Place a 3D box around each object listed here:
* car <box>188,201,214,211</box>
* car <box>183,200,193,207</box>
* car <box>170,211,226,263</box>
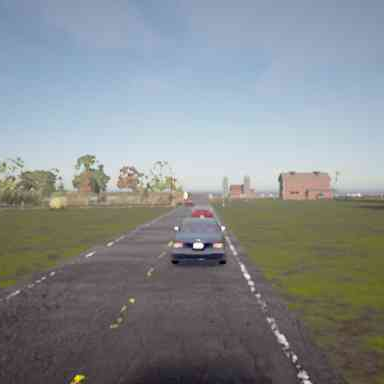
[{"bbox_3d":[0.889,1.794,28.802,1.812,1.442,4.674,0,0,3],"label":"car"},{"bbox_3d":[-0.617,2.184,64.470,1.895,1.301,4.718,0,-1,3],"label":"car"},{"bbox_3d":[0.280,1.666,12.429,2.033,1.411,5.357,0,-1,2],"label":"car"}]
